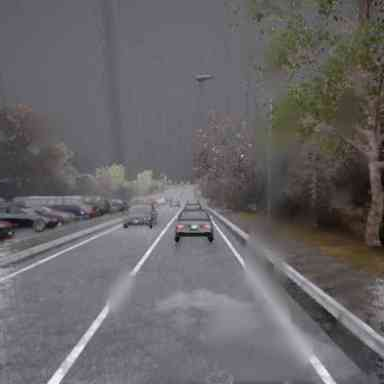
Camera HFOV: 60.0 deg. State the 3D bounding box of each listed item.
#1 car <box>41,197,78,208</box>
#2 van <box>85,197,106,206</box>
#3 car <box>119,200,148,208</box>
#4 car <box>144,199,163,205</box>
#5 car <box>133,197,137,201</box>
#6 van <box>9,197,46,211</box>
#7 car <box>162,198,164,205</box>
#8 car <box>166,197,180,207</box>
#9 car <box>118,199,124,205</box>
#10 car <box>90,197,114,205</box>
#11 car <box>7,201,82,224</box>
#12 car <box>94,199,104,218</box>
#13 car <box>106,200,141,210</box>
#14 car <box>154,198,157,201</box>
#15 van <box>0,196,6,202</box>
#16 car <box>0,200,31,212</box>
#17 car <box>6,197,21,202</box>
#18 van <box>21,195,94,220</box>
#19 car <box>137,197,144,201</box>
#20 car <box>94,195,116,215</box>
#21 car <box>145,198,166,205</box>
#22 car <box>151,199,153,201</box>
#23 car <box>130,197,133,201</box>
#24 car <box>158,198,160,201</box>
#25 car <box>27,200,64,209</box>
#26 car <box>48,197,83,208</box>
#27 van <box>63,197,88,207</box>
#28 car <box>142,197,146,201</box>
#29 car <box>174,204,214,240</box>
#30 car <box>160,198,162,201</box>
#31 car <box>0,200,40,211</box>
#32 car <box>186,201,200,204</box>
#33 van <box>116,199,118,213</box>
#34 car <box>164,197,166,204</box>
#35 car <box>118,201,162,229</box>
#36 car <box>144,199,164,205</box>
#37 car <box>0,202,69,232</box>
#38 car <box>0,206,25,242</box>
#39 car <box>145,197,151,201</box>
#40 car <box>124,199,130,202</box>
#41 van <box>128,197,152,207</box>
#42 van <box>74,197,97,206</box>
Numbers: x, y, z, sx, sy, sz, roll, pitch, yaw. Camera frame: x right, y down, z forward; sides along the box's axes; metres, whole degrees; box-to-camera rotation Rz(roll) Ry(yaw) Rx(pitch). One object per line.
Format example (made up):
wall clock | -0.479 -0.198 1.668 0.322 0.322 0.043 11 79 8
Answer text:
car | -23.357 1.831 58.807 5.566 2.045 2.435 0 -1 0
van | -23.492 2.306 80.832 4.442 1.987 1.878 0 -1 0
car | -10.276 2.111 58.705 4.792 1.488 2.163 0 -1 0
car | -10.298 2.762 89.225 4.892 1.521 2.231 0 -2 0
car | -10.280 1.697 44.829 4.553 1.767 2.185 0 -1 0
van | -23.507 1.647 47.602 4.442 1.987 1.878 0 -1 0
car | -10.110 2.529 80.779 5.366 1.575 1.946 0 -2 0
car | -3.322 2.186 64.123 2.128 1.511 4.902 0 -1 0
car | -10.318 1.707 36.499 4.674 1.452 2.002 0 -1 0
car | -23.402 2.434 86.494 5.566 2.045 2.435 0 -2 0
car | -10.324 1.566 22.640 4.674 1.452 2.002 0 0 0
car | -10.348 1.570 28.198 4.792 1.488 2.163 0 -1 0
car | -10.303 1.927 50.379 4.892 1.521 2.231 0 -1 0
car | -10.330 2.319 69.808 4.792 1.488 2.163 0 -1 0
van | -23.511 1.440 36.523 4.442 1.987 1.878 0 -1 0
car | -23.387 1.771 42.183 5.008 1.535 2.097 0 -1 0
car | -23.365 1.466 39.294 5.566 2.045 2.435 0 -1 0
van | -10.203 1.307 25.417 4.442 1.987 1.878 0 0 0
car | -10.125 1.871 47.603 5.366 1.575 1.946 0 -1 0
car | -10.346 1.311 30.953 5.566 2.045 2.435 0 -1 0
car | -10.318 2.662 94.783 5.566 2.045 2.435 0 -2 0
car | -10.275 2.163 61.481 4.792 1.488 2.163 0 -1 0
car | -10.281 1.645 42.054 4.553 1.767 2.185 0 -1 0
car | -10.292 2.403 75.360 4.892 1.521 2.231 0 -1 0
car | -23.382 1.978 53.262 5.008 1.535 2.097 0 -1 0
car | -23.356 1.882 61.577 5.566 2.045 2.435 0 -1 0
van | -23.498 2.011 67.115 4.442 1.987 1.878 0 -1 0
car | -10.314 1.979 53.154 4.892 1.521 2.231 0 -1 0
car | 0.098 1.578 17.025 2.033 1.411 5.357 0 0 0
car | -10.482 2.463 78.127 5.366 1.575 1.946 0 -1 0
car | -23.389 1.863 44.953 4.674 1.452 2.002 0 -1 0
car | 0.087 1.707 37.424 2.128 1.511 4.902 0 -1 0
van | -10.199 1.389 33.728 4.442 1.987 1.878 0 -1 0
car | -10.108 2.682 86.450 5.366 1.575 1.946 0 -2 0
car | -3.352 1.567 22.359 1.837 1.490 4.892 0 0 0
car | -10.476 2.834 92.001 5.366 1.575 1.946 0 -2 0
car | -10.292 1.548 19.862 4.792 1.488 2.163 0 0 0
car | -10.330 1.504 14.311 5.008 1.535 2.097 0 0 0
car | -10.121 2.027 55.930 5.366 1.575 1.946 0 -1 0
car | -10.308 1.718 39.276 5.008 1.535 2.097 0 -1 0
van | -10.418 2.011 67.037 4.442 1.987 1.878 0 -1 0
van | -23.271 2.118 72.670 4.442 1.987 1.878 0 -1 0
